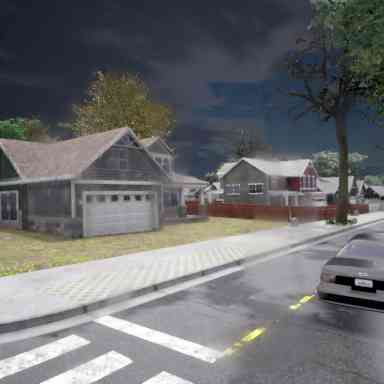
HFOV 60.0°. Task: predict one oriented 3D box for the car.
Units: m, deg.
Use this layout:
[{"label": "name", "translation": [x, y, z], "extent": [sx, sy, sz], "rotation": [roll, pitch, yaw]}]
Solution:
[{"label": "car", "translation": [4.562, 1.671, 7.795], "extent": [2.033, 1.411, 5.357], "rotation": [-2, -2, 38]}]
